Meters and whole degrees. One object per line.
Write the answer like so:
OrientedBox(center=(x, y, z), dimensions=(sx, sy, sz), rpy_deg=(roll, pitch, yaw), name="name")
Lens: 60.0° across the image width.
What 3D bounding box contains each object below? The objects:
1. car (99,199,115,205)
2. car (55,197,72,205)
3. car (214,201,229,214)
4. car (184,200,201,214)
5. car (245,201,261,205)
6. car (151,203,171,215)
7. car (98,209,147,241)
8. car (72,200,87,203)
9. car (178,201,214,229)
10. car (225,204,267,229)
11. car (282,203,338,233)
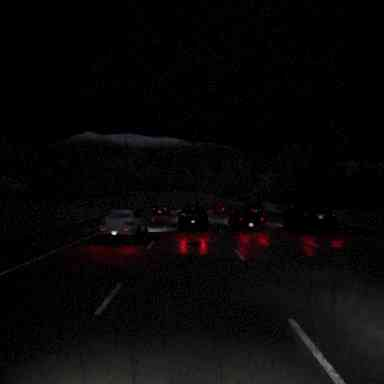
OrientedBox(center=(-14.080, 1.727, 55.146), dimensions=(1.812, 1.442, 4.674), rpy_deg=(0, -1, 0), name="car")
OrientedBox(center=(-21.080, 1.664, 55.135), dimensions=(1.837, 1.490, 4.892), rpy_deg=(0, -1, 0), name="car")
OrientedBox(center=(3.541, 1.801, 40.167), dimensions=(1.882, 1.535, 5.008), rpy_deg=(0, -1, 0), name="car")
OrientedBox(center=(0.041, 1.802, 40.204), dimensions=(1.882, 1.535, 5.008), rpy_deg=(0, -1, 0), name="car")
OrientedBox(center=(7.043, 1.808, 38.834), dimensions=(1.837, 1.490, 4.892), rpy_deg=(0, -1, 0), name="car")
OrientedBox(center=(-3.455, 1.890, 37.842), dimensions=(1.895, 1.301, 4.718), rpy_deg=(0, -1, 0), name="car")
OrientedBox(center=(-3.425, 1.585, 16.932), dimensions=(1.812, 1.442, 4.674), rpy_deg=(0, 0, 0), name="car")
OrientedBox(center=(-17.580, 1.728, 55.141), dimensions=(2.128, 1.511, 4.902), rpy_deg=(0, -1, 0), name="car")
OrientedBox(center=(0.067, 1.593, 22.260), dimensions=(2.128, 1.511, 4.902), rpy_deg=(0, -1, 0), name="car")
OrientedBox(center=(3.567, 1.702, 22.262), dimensions=(1.895, 1.301, 4.718), rpy_deg=(0, -1, 0), name="car")
OrientedBox(center=(7.070, 1.437, 20.385), dimensions=(2.097, 1.767, 4.553), rpy_deg=(0, 0, 0), name="car")
